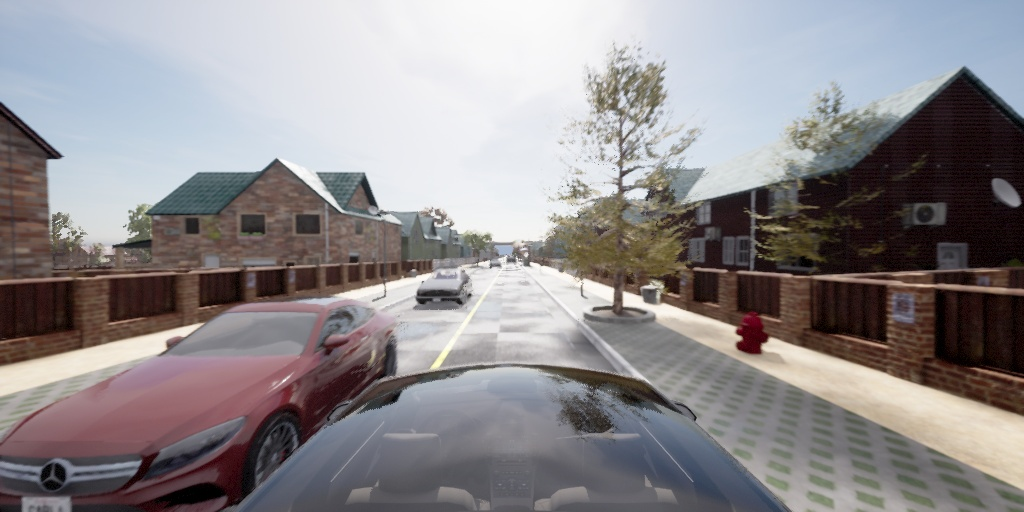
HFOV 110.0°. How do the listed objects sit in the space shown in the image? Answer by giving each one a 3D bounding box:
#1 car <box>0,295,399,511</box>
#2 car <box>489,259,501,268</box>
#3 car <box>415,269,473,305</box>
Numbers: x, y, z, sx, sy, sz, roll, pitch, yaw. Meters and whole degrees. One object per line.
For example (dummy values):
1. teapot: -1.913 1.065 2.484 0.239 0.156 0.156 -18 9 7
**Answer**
1. car: -2.836 1.280 4.507 1.812 1.442 4.674 0 0 0
2. car: -2.912 1.279 62.225 1.812 1.442 4.674 0 0 0
3. car: -2.871 1.299 16.356 2.033 1.411 5.357 0 0 0
